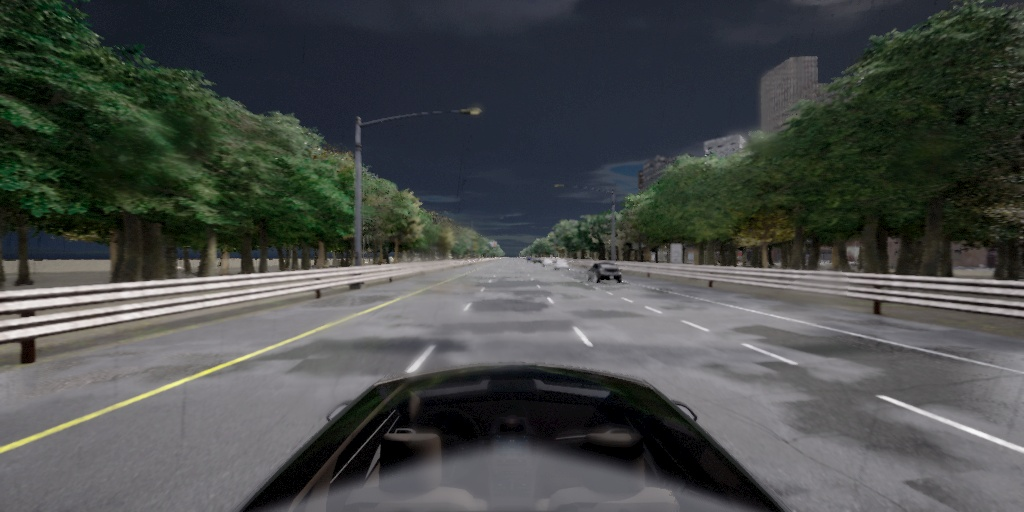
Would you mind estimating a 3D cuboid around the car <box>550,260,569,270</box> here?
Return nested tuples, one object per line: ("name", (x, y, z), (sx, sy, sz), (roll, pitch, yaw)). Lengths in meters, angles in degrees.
("car", (7.003, 1.297, 51.587), (1.812, 1.442, 4.674), (0, 0, 0))

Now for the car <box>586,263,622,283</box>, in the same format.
("car", (7.002, 1.270, 27.591), (1.837, 1.490, 4.892), (0, 0, 0))
